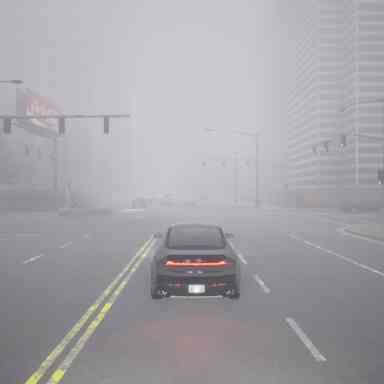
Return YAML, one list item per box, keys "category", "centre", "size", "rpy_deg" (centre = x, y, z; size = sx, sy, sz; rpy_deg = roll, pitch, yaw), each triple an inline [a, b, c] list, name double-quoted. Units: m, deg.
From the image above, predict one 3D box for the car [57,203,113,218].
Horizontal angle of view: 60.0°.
- category: "car"
  centre: [-9.472, 1.598, 29.610]
  size: [4.718, 1.301, 1.895]
  rpy_deg: [0, 0, -20]

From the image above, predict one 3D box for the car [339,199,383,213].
- category: "car"
  centre: [18.438, 1.474, 35.660]
  size: [5.008, 1.535, 1.882]
  rpy_deg: [0, 0, -1]

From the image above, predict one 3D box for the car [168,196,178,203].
- category: "car"
  centre: [-3.983, 1.588, 71.324]
  size: [1.895, 1.301, 4.718]
  rpy_deg: [0, 0, 0]

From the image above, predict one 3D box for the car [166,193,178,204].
- category: "car"
  centre: [-3.977, 1.216, 61.278]
  size: [2.150, 2.045, 5.566]
  rpy_deg: [0, 0, 0]

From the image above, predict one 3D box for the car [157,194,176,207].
- category: "car"
  centre: [-3.927, 1.521, 51.699]
  size: [1.812, 1.442, 4.674]
  rpy_deg: [0, 0, 0]

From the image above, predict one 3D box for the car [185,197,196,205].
- category: "car"
  centre: [-0.273, 1.520, 56.682]
  size: [1.812, 1.442, 4.674]
  rpy_deg: [0, 0, 0]

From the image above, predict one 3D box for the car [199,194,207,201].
- category: "car"
  centre: [2.897, 1.347, 88.700]
  size: [2.097, 1.767, 4.553]
  rpy_deg: [0, 0, 0]

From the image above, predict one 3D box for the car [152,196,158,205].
- category: "car"
  centre: [-7.466, 1.595, 56.985]
  size: [1.895, 1.301, 4.718]
  rpy_deg: [0, 0, 0]

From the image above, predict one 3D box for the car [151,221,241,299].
- category: "car"
  centre: [0.054, 1.504, 8.443]
  size: [1.837, 1.490, 4.892]
  rpy_deg: [0, 0, -1]

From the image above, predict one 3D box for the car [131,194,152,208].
- category: "car"
  centre: [-7.424, 1.487, 47.721]
  size: [2.128, 1.511, 4.902]
  rpy_deg: [0, 0, 0]
